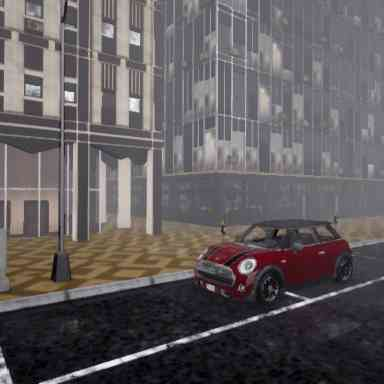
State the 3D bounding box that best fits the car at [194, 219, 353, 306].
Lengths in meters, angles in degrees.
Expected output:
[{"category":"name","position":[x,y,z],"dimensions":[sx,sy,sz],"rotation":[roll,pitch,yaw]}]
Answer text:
[{"category":"car","position":[2.008,1.438,7.985],"dimensions":[4.097,1.590,1.967],"rotation":[0,0,-36]}]
